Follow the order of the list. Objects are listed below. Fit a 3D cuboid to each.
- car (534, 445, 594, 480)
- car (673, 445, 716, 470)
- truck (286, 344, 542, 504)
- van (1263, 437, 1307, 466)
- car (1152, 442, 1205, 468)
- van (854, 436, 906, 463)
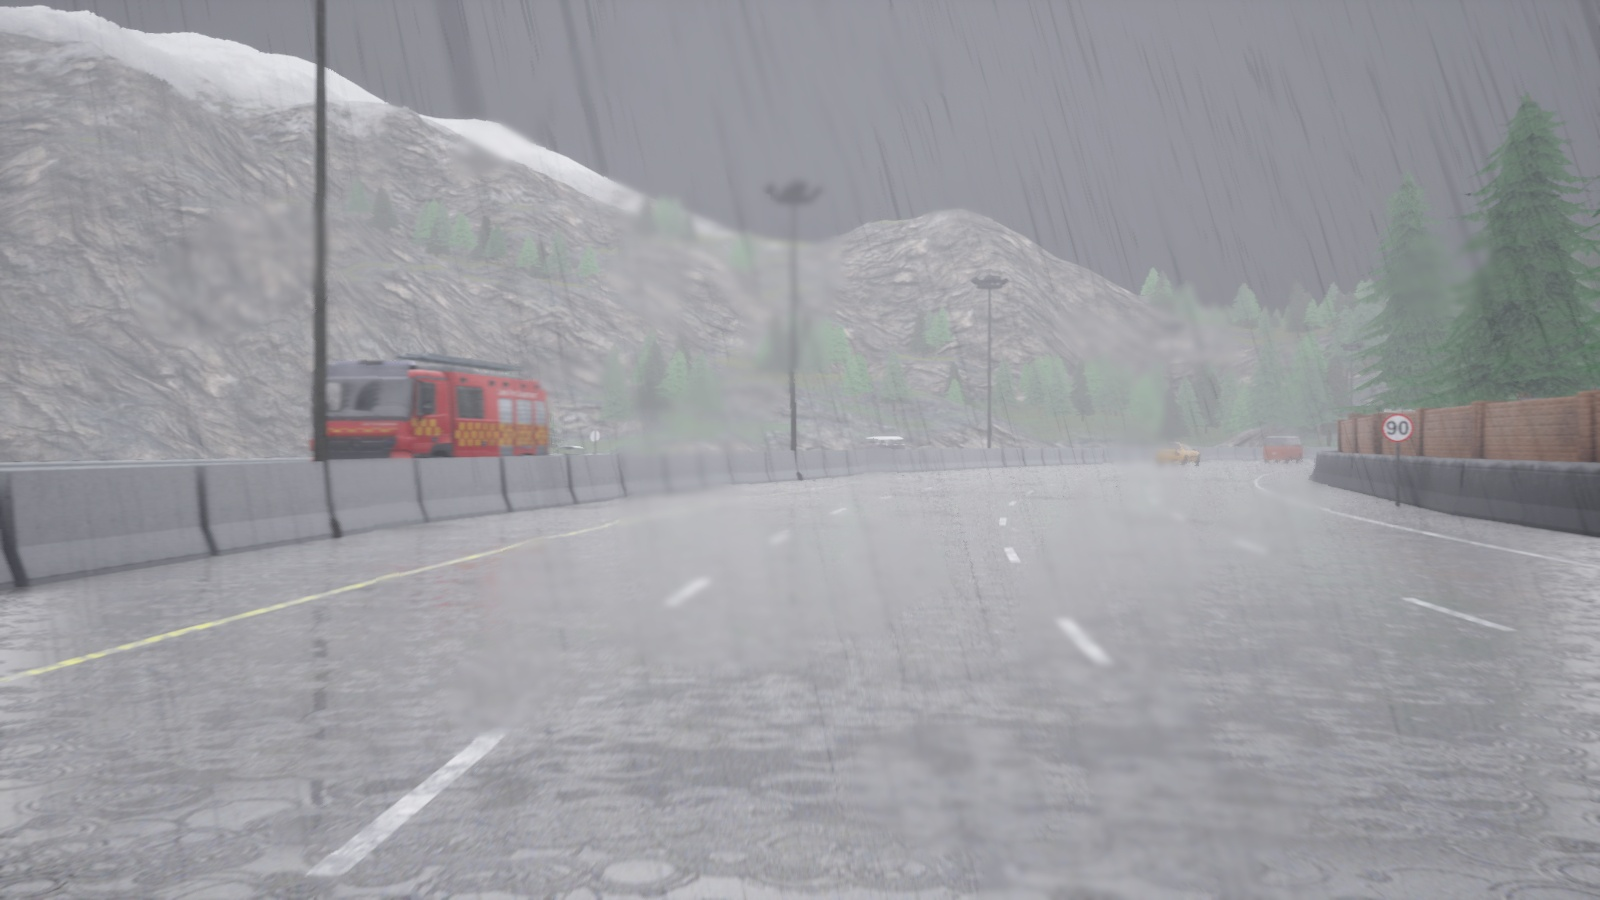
[{"bbox_3d":[-9.447,0.489,50.375,1.481,1.376,2.207,0,0,18],"label":"car"},{"bbox_3d":[-5.842,0.394,69.575,1.481,1.376,2.207,0,0,24],"label":"car"},{"bbox_3d":[-10.168,-0.643,34.338,2.891,3.827,8.468,0,0,13],"label":"truck"},{"bbox_3d":[34.701,0.109,89.795,1.775,1.987,4.442,0,0,38],"label":"van"},{"bbox_3d":[24.701,0.307,81.826,1.801,1.575,5.366,1,0,33],"label":"car"},{"bbox_3d":[6.280,-0.060,98.346,2.069,2.038,4.480,0,0,34],"label":"van"}]
